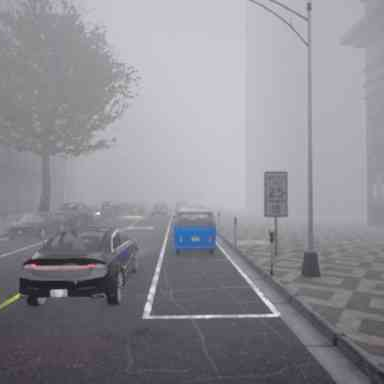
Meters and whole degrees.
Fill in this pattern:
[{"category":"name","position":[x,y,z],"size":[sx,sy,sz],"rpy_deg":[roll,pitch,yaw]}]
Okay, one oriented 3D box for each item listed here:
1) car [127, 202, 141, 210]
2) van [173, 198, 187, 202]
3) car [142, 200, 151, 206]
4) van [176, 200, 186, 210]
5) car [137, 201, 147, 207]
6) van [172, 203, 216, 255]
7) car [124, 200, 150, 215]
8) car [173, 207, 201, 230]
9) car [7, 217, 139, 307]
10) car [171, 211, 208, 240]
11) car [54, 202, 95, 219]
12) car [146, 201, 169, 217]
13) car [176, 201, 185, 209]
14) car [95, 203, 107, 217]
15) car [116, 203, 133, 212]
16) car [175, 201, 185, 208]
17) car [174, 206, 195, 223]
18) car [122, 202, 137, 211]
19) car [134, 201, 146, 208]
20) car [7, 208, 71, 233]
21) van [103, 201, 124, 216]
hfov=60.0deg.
[{"category":"car","position":[-10.675,2.472,61.129],"size":[2.008,1.369,4.403],"rpy_deg":[0,-1,-3]},{"category":"van","position":[-1.463,2.040,46.530],"size":[1.690,1.788,3.998],"rpy_deg":[0,-1,-3]},{"category":"car","position":[-11.888,2.889,87.303],"size":[2.008,1.369,4.403],"rpy_deg":[0,-1,-3]},{"category":"van","position":[-1.965,2.209,57.344],"size":[1.690,1.788,3.998],"rpy_deg":[0,-1,-3]},{"category":"car","position":[-11.384,2.709,76.427],"size":[1.887,1.381,4.507],"rpy_deg":[0,-1,-3]},{"category":"van","position":[0.040,1.544,14.089],"size":[1.690,1.788,3.998],"rpy_deg":[0,-1,-3]},{"category":"car","position":[-7.086,2.136,43.310],"size":[2.128,1.511,4.902],"rpy_deg":[0,-1,-3]},{"category":"car","position":[-0.462,1.910,24.899],"size":[1.887,1.381,4.507],"rpy_deg":[0,-1,-3]},{"category":"car","position":[-2.460,1.606,8.290],"size":[2.128,1.511,4.902],"rpy_deg":[0,-1,-3]},{"category":"car","position":[-0.212,1.850,19.492],"size":[1.947,1.339,4.313],"rpy_deg":[0,-1,-3]},{"category":"car","position":[-8.961,1.664,24.154],"size":[2.192,1.841,5.009],"rpy_deg":[0,-1,-3]},{"category":"car","position":[-3.839,2.132,39.267],"size":[2.033,1.411,5.357],"rpy_deg":[0,-1,-2]},{"category":"car","position":[-2.224,2.481,62.917],"size":[1.752,1.417,4.829],"rpy_deg":[0,-1,-3]},{"category":"car","position":[-9.206,1.980,29.433],"size":[2.008,1.369,4.403],"rpy_deg":[0,-1,-3]},{"category":"car","position":[-10.185,2.322,50.563],"size":[1.947,1.339,4.313],"rpy_deg":[0,-1,-3]},{"category":"car","position":[-2.466,2.604,68.154],"size":[1.947,1.339,4.313],"rpy_deg":[0,-1,-3]},{"category":"car","position":[-0.713,2.030,30.306],"size":[1.802,1.307,4.206],"rpy_deg":[0,-1,-3]},{"category":"car","position":[-10.422,2.361,55.677],"size":[1.752,1.417,4.829],"rpy_deg":[0,-1,-3]},{"category":"car","position":[-11.132,2.628,70.989],"size":[2.008,1.369,4.403],"rpy_deg":[0,-1,-3]},{"category":"car","position":[-8.717,1.813,18.867],"size":[1.887,1.381,4.507],"rpy_deg":[0,-1,-3]},{"category":"van","position":[-9.695,1.933,40.001],"size":[1.690,1.788,3.998],"rpy_deg":[0,-1,-3]}]
